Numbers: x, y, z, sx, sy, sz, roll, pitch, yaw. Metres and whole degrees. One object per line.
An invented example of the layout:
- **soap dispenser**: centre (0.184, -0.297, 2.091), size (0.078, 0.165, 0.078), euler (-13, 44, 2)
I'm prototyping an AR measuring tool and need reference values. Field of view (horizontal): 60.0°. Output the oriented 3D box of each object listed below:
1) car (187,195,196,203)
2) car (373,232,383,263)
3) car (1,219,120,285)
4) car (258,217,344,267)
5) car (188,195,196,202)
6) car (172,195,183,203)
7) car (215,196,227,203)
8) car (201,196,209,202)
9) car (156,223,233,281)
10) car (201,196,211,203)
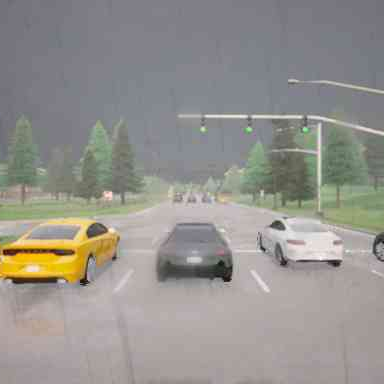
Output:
- **car**: centre (-0.026, 1.692, 77.649), size (2.097, 1.767, 4.553), euler (0, 0, 0)
- **car**: centre (7.070, 1.548, 9.381), size (1.837, 1.490, 4.892), euler (0, 0, 0)
- **car**: centre (-3.432, 1.521, 9.694), size (1.882, 1.535, 5.008), euler (0, 0, 0)
- **car**: centre (3.575, 1.577, 11.535), size (1.812, 1.442, 4.674), euler (0, 0, 0)
- **car**: centre (-0.029, 1.576, 87.653), size (2.097, 1.767, 4.553), euler (0, 0, 0)
- **car**: centre (-3.526, 1.932, 77.706), size (1.895, 1.301, 4.718), euler (0, 0, 0)
- **car**: centre (6.975, 1.812, 77.264), size (1.882, 1.535, 5.008), euler (0, 0, 0)
- **car**: centre (3.471, 1.721, 87.683), size (1.837, 1.490, 4.892), euler (0, 0, 0)
- **car**: centre (0.073, 1.610, 10.018), size (1.994, 1.385, 4.181), euler (0, 0, 0)
- **car**: centre (3.474, 1.889, 77.679), size (1.994, 1.385, 4.181), euler (0, 0, 0)
